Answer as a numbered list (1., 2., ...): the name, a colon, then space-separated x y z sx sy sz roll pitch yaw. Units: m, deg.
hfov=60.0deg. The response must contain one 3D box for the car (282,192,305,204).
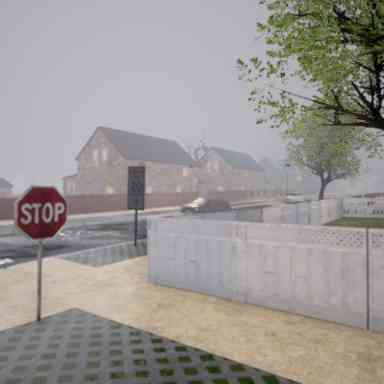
1. car: 13.456 0.777 43.862 1.812 1.442 4.674 2 2 36

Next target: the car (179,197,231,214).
1. car: 1.231 1.114 26.690 2.033 1.411 5.357 2 2 35
